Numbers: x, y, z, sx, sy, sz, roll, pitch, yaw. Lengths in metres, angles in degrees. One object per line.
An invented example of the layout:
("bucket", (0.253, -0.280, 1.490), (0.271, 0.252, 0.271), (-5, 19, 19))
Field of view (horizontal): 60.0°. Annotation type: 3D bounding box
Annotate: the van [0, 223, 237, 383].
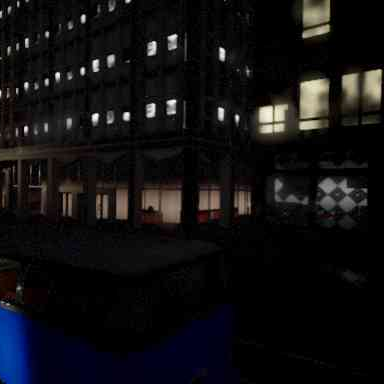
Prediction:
("van", (-1.456, 1.340, 3.892), (3.998, 1.788, 1.690), (0, 1, 36))
